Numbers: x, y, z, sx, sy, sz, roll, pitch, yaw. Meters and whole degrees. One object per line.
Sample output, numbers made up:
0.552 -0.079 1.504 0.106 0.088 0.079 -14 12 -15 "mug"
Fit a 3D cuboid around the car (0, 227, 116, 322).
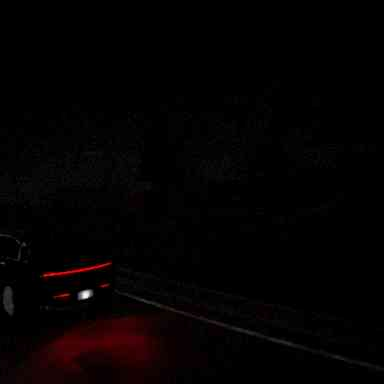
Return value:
-3.622 1.571 7.524 4.892 1.490 1.837 -1 0 44 "car"
